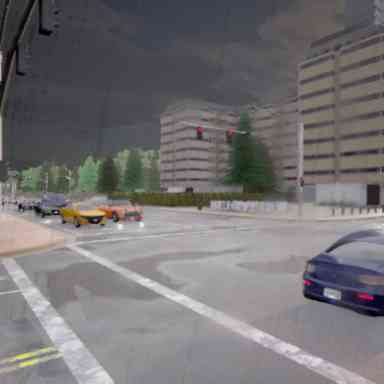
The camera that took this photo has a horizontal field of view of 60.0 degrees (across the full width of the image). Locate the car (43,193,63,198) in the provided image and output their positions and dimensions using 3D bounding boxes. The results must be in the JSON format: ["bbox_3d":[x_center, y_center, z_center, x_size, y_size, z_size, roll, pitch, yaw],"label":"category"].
[{"bbox_3d":[-17.737,1.188,42.777,2.150,2.045,5.566,0,0,-36],"label":"car"}]

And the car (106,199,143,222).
[{"bbox_3d":[-5.647,1.336,26.054,2.097,1.767,4.553,0,0,-36],"label":"car"}]

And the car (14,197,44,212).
[{"bbox_3d":[-18.435,1.532,37.771,1.994,1.385,4.181,0,0,-36],"label":"car"}]

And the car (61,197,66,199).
[{"bbox_3d":[-11.535,1.467,34.193,2.128,1.511,4.902,0,0,-36],"label":"car"}]

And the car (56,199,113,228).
[{"bbox_3d":[-7.409,1.461,22.524,1.882,1.535,5.008,0,0,-36],"label":"car"}]

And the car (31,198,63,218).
[{"bbox_3d":[-12.672,1.540,29.793,1.994,1.385,4.181,0,0,-36],"label":"car"}]

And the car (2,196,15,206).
[{"bbox_3d":[-28.241,1.284,51.492,1.812,1.442,4.674,0,0,-36],"label":"car"}]

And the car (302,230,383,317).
[{"bbox_3d":[4.156,1.526,6.951,4.674,1.442,1.812,0,0,-38],"label":"car"}]
